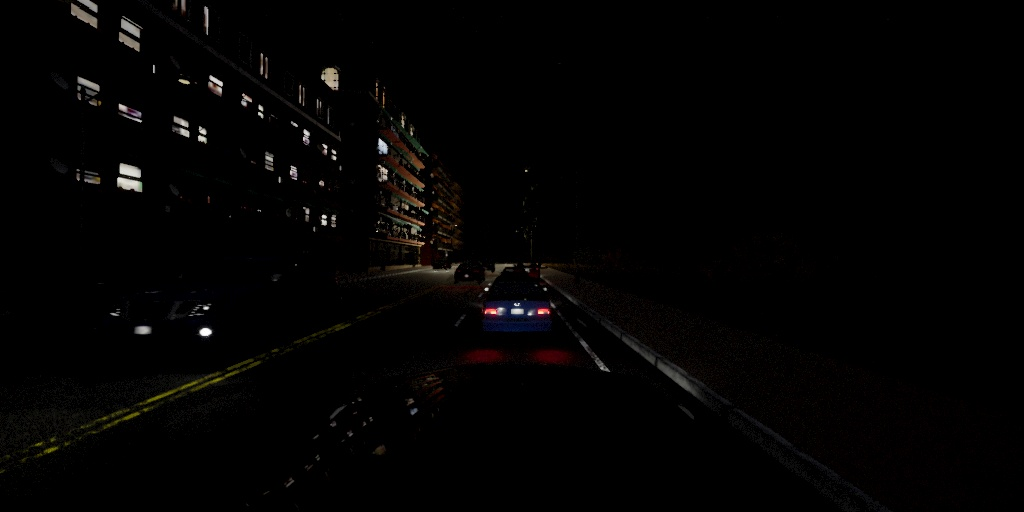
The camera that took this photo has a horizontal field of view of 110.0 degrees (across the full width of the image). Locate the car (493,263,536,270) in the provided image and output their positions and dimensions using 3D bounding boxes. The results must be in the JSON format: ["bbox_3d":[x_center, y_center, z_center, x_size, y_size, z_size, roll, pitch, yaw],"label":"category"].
[{"bbox_3d":[0.128,1.317,20.930,1.994,1.385,4.181,0,0,1],"label":"car"}]

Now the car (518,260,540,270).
[{"bbox_3d":[1.187,1.105,29.865,2.097,1.767,4.553,0,0,0],"label":"car"}]

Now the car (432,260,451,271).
[{"bbox_3d":[-9.761,1.230,50.021,1.882,1.535,5.008,0,0,0],"label":"car"}]

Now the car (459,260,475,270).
[{"bbox_3d":[-6.505,1.278,52.427,1.812,1.442,4.674,0,0,0],"label":"car"}]

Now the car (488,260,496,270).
[{"bbox_3d":[-3.075,1.244,44.548,2.128,1.511,4.902,0,0,0],"label":"car"}]

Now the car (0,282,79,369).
[{"bbox_3d":[-9.841,1.298,7.951,2.033,1.411,5.357,0,0,0],"label":"car"}]

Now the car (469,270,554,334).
[{"bbox_3d":[0.117,1.299,10.597,2.033,1.411,5.357,0,0,0],"label":"car"}]

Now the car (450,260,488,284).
[{"bbox_3d":[-3.105,1.231,27.037,1.882,1.535,5.008,0,0,0],"label":"car"}]

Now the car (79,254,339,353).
[{"bbox_3d":[-6.589,0.973,9.172,2.150,2.045,5.566,0,0,0],"label":"car"}]
